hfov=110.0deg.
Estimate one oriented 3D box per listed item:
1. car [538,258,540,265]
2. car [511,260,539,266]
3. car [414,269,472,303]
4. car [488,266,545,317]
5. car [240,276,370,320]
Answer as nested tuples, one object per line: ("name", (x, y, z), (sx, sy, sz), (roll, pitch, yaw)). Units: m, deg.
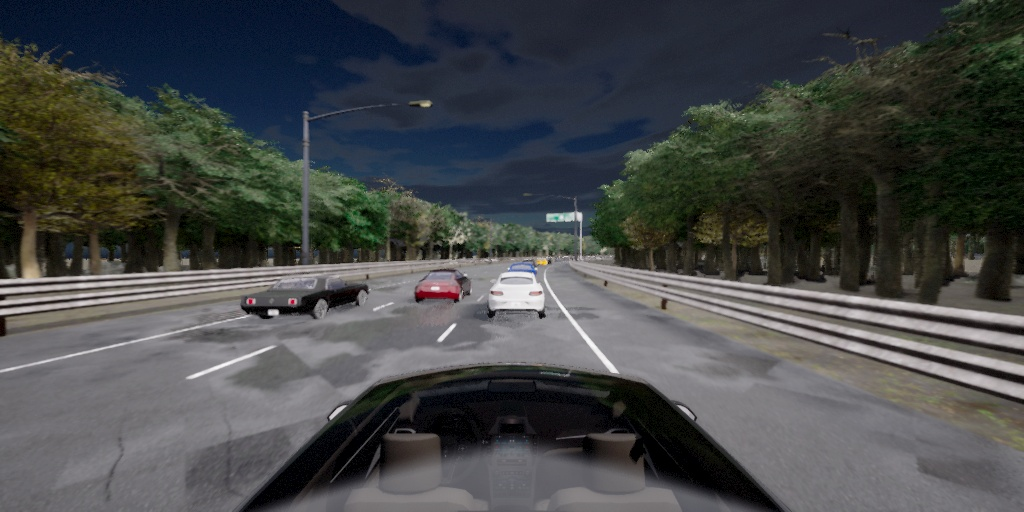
("car", (1.895, 1.218, 40.086), (1.837, 1.490, 4.892), (0, 0, 6))
("car", (0.685, 1.213, 24.437), (1.882, 1.535, 5.008), (0, 0, 3))
("car", (-3.080, 1.296, 16.751), (1.994, 1.385, 4.181), (0, 0, 2))
("car", (0.188, 1.269, 12.962), (1.812, 1.442, 4.674), (0, 0, 2))
("car", (-6.733, 1.327, 12.432), (1.895, 1.301, 4.718), (0, 0, 2))
